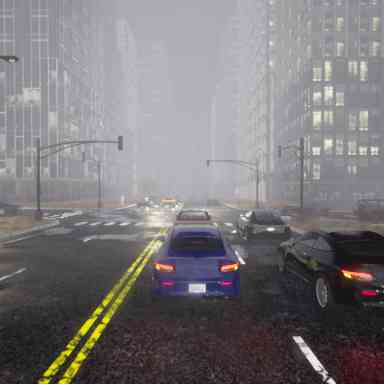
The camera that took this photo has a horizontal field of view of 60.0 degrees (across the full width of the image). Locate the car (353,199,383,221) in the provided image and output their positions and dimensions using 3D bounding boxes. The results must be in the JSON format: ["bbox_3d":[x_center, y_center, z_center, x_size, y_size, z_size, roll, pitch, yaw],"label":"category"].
[{"bbox_3d":[16.161,1.518,27.883,5.009,1.841,2.192,1,0,1],"label":"car"}]

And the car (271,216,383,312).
[{"bbox_3d":[3.340,1.522,7.571,1.812,1.442,4.674,0,0,0],"label":"car"}]

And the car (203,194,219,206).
[{"bbox_3d":[3.275,1.521,53.544,1.994,1.385,4.181,0,0,0],"label":"car"}]

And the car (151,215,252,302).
[{"bbox_3d":[0.089,1.521,8.136,1.812,1.442,4.674,0,0,0],"label":"car"}]

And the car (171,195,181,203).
[{"bbox_3d":[-3.353,1.415,69.106,1.882,1.535,5.008,0,0,0],"label":"car"}]

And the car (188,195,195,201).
[{"bbox_3d":[-0.117,1.463,78.940,2.033,1.411,5.357,0,0,0],"label":"car"}]

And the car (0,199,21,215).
[{"bbox_3d":[-18.506,1.356,30.974,4.892,1.490,1.837,1,1,2],"label":"car"}]

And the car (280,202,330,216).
[{"bbox_3d":[11.358,1.665,33.905,4.718,1.301,1.895,1,1,3],"label":"car"}]

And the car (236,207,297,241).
[{"bbox_3d":[3.330,1.554,16.140,1.994,1.385,4.181,0,0,-1],"label":"car"}]

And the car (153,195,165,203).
[{"bbox_3d":[-6.623,1.445,66.893,1.837,1.490,4.892,0,0,0],"label":"car"}]

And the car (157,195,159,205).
[{"bbox_3d":[-6.666,1.457,57.539,1.837,1.490,4.892,0,0,0],"label":"car"}]

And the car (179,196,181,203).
[{"bbox_3d":[-3.414,1.552,58.578,1.895,1.301,4.718,0,0,0],"label":"car"}]

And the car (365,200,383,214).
[{"bbox_3d":[21.757,1.641,36.178,4.829,1.417,1.752,1,0,1],"label":"car"}]

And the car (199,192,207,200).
[{"bbox_3d":[3.118,1.132,88.684,2.150,2.045,5.566,0,0,0],"label":"car"}]

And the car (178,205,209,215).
[{"bbox_3d":[0.077,1.591,17.302,1.895,1.301,4.718,0,0,0],"label":"car"}]

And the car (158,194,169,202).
[{"bbox_3d":[-6.615,1.281,76.818,2.097,1.767,4.553,0,0,0],"label":"car"}]

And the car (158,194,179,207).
[{"bbox_3d":[-3.416,1.440,49.199,1.882,1.535,5.008,0,0,0],"label":"car"}]

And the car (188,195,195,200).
[{"bbox_3d":[-0.132,1.501,89.096,1.895,1.301,4.718,0,0,0],"label":"car"}]

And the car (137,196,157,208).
[{"bbox_3d":[-6.668,1.511,47.801,2.033,1.411,5.357,0,0,0],"label":"car"}]
